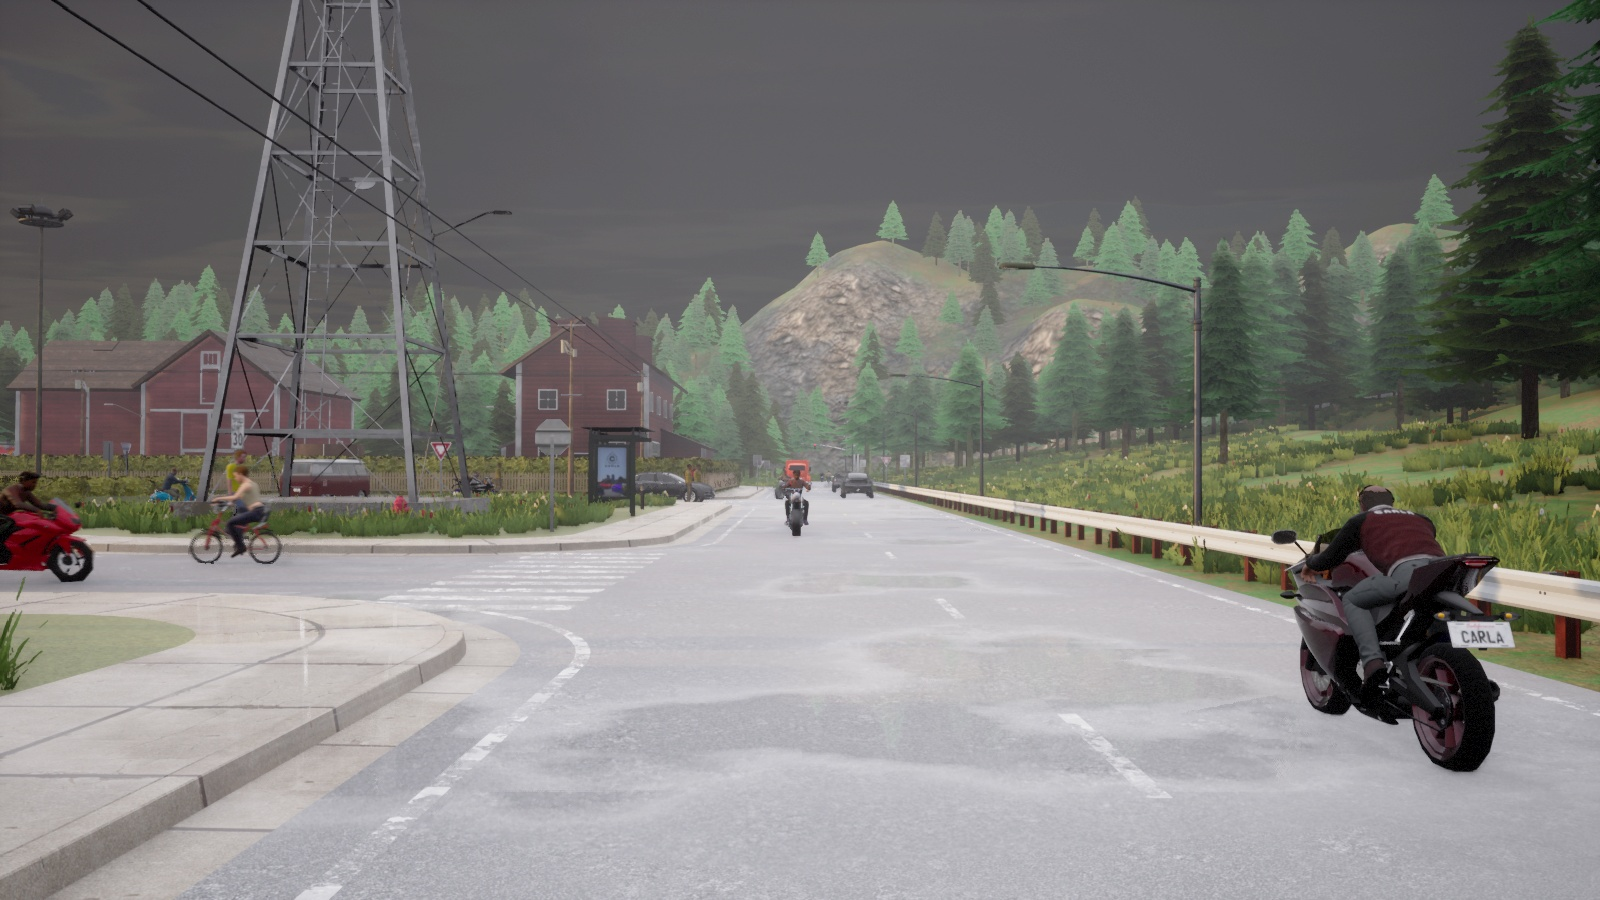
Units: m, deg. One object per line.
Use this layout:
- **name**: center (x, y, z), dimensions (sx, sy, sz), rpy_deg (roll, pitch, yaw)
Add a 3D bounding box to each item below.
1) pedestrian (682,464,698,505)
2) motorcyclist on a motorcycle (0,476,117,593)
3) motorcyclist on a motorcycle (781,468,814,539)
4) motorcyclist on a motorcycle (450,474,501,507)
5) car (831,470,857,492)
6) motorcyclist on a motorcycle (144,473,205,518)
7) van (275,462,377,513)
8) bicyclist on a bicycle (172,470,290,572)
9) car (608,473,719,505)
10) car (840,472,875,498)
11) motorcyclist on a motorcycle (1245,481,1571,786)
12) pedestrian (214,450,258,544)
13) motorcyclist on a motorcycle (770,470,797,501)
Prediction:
- **pedestrian**: center (-5.054, 1.587, 57.683), dimensions (0.709, 1.840, 0.431), rpy_deg (0, -1, -11)
- **motorcyclist on a motorcycle**: center (-10.453, 1.122, 16.938), dimensions (2.044, 1.523, 0.797), rpy_deg (0, -1, -1)
- **motorcyclist on a motorcycle**: center (-0.072, 1.282, 30.825), dimensions (0.766, 1.649, 2.350), rpy_deg (0, -1, 0)
- **motorcyclist on a motorcycle**: center (-15.429, 1.912, 59.747), dimensions (2.191, 1.530, 0.866), rpy_deg (0, -1, 0)
- **car**: center (3.281, 2.279, 94.276), dimensions (1.851, 1.617, 3.988), rpy_deg (0, -1, 0)
- **motorcyclist on a motorcycle**: center (-22.594, 1.619, 45.393), dimensions (1.817, 1.590, 0.866), rpy_deg (1, -1, -40)
- **van**: center (-19.477, 1.514, 51.791), dimensions (1.775, 1.987, 4.442), rpy_deg (0, -1, 13)
- **bicyclist on a bicycle**: center (-9.230, 1.130, 20.412), dimensions (1.509, 1.612, 0.866), rpy_deg (0, -1, 0)
- **car**: center (-6.437, 1.841, 59.464), dimensions (4.892, 1.490, 1.837), rpy_deg (0, -1, 7)
- **car**: center (3.349, 2.054, 74.514), dimensions (1.837, 1.490, 4.892), rpy_deg (0, -1, 0)
- **motorcyclist on a motorcycle**: center (3.483, 0.961, 7.490), dimensions (0.866, 1.530, 2.191), rpy_deg (0, -1, 0)
- **pedestrian**: center (-11.111, 0.929, 24.752), dimensions (0.706, 1.836, 0.354), rpy_deg (0, -1, -2)
- **motorcyclist on a motorcycle**: center (-0.859, 1.910, 68.136), dimensions (0.766, 1.649, 2.350), rpy_deg (-1, -1, 17)
